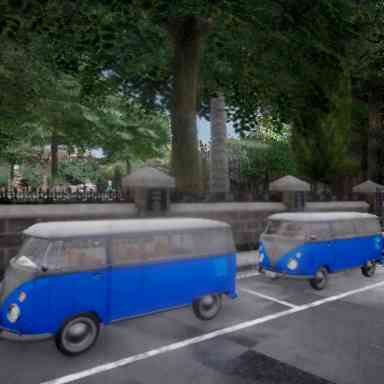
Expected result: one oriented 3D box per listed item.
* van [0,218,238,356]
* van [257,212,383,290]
[{"bbox_3d":[-1.039,1.373,5.797,3.998,1.788,1.690,1,-1,-35],"label":"van"},{"bbox_3d":[3.567,1.449,9.081,3.998,1.788,1.690,1,-1,-35],"label":"van"}]
